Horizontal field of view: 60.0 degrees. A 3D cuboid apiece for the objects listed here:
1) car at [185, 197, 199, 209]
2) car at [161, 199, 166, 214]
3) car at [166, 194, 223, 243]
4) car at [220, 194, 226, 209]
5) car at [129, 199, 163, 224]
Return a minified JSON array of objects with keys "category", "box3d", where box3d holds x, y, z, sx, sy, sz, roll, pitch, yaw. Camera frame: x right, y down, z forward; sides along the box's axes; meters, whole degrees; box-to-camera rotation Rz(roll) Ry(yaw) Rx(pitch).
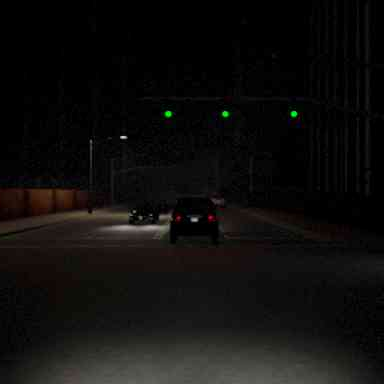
[{"category":"car","box3d":[0.021,1.572,47.161,1.837,1.490,4.892,0,0,0]},{"category":"car","box3d":[-3.540,1.538,35.948,1.882,1.535,5.008,0,0,1]},{"category":"car","box3d":[0.107,1.263,16.533,2.150,2.045,5.566,0,0,0]},{"category":"car","box3d":[3.521,1.286,46.890,2.150,2.045,5.566,0,0,0]},{"category":"car","box3d":[-3.581,1.557,25.609,1.837,1.490,4.892,0,0,0]}]
